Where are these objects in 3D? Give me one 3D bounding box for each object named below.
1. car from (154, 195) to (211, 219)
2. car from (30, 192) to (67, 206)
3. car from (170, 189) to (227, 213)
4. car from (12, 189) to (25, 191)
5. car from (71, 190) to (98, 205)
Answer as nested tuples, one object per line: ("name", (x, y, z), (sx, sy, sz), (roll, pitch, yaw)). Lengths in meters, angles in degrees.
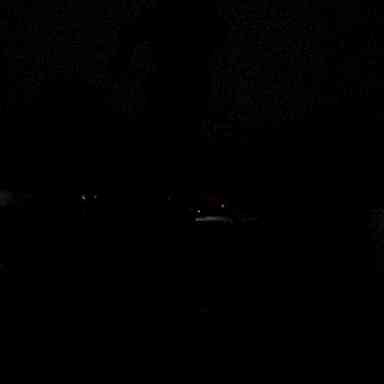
("car", (-1.040, 1.232, 25.723), (4.181, 1.385, 1.994), (0, 2, 39))
("car", (-16.818, 0.769, 38.586), (5.357, 1.411, 2.033), (3, 4, 39))
("car", (0.375, 0.778, 29.069), (5.566, 2.045, 2.150), (0, 2, 39))
("car", (-25.584, -0.228, 50.333), (4.718, 1.301, 1.895), (3, 4, 39))
("car", (-13.480, 0.522, 40.374), (4.553, 1.767, 2.097), (3, 3, 39))
